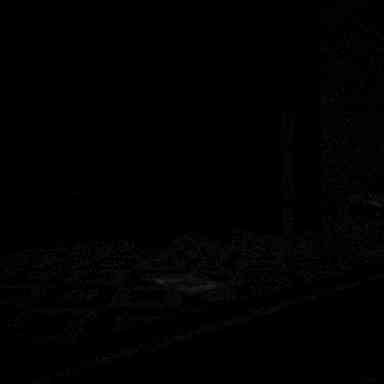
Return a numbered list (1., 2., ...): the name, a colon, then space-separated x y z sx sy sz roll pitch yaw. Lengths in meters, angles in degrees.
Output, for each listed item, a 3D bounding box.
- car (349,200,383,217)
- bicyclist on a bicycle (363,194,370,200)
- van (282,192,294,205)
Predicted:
1. car: 14.856 1.367 28.326 2.008 1.369 4.403 1 0 -36
2. bicyclist on a bicycle: 20.878 1.030 39.656 1.656 1.620 0.582 0 1 -36
3. van: 12.289 0.930 46.600 1.690 1.788 3.998 1 0 -36
